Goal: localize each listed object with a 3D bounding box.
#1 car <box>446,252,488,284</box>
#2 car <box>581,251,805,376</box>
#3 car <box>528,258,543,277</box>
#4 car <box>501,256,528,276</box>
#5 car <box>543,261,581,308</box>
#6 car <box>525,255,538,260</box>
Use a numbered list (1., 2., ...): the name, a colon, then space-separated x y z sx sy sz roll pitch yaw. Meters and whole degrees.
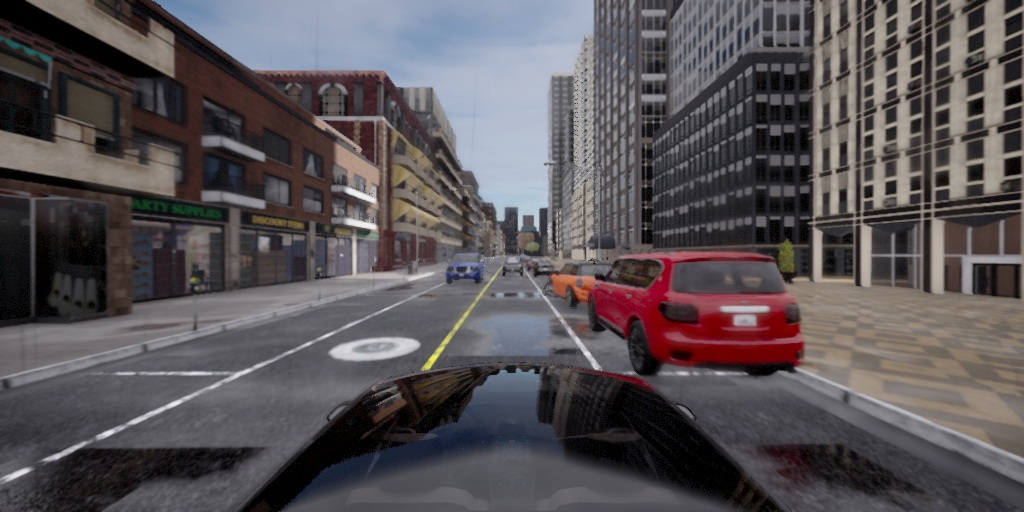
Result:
1. car: -3.102 0.778 24.822 2.150 2.045 5.566 0 1 0
2. car: 3.106 0.930 7.463 2.150 2.045 5.566 0 0 0
3. car: 2.687 1.079 30.669 1.948 1.339 4.313 0 0 0
4. car: 0.073 0.987 33.044 2.128 1.511 4.902 0 0 0
5. car: 2.893 0.992 14.811 2.097 1.767 4.553 0 0 -7
6. car: 2.685 0.869 41.714 1.967 1.591 4.097 0 0 0
